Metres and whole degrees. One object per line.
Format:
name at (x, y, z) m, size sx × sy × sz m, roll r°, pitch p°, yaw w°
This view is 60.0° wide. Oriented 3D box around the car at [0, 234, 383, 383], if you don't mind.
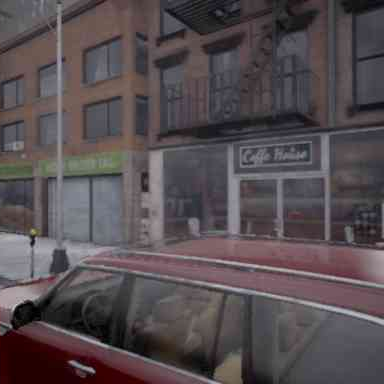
car at (-0.077, 1.322, 2.865) m, size 5.009 × 1.841 × 2.192 m, roll 0°, pitch 0°, yaw 35°
